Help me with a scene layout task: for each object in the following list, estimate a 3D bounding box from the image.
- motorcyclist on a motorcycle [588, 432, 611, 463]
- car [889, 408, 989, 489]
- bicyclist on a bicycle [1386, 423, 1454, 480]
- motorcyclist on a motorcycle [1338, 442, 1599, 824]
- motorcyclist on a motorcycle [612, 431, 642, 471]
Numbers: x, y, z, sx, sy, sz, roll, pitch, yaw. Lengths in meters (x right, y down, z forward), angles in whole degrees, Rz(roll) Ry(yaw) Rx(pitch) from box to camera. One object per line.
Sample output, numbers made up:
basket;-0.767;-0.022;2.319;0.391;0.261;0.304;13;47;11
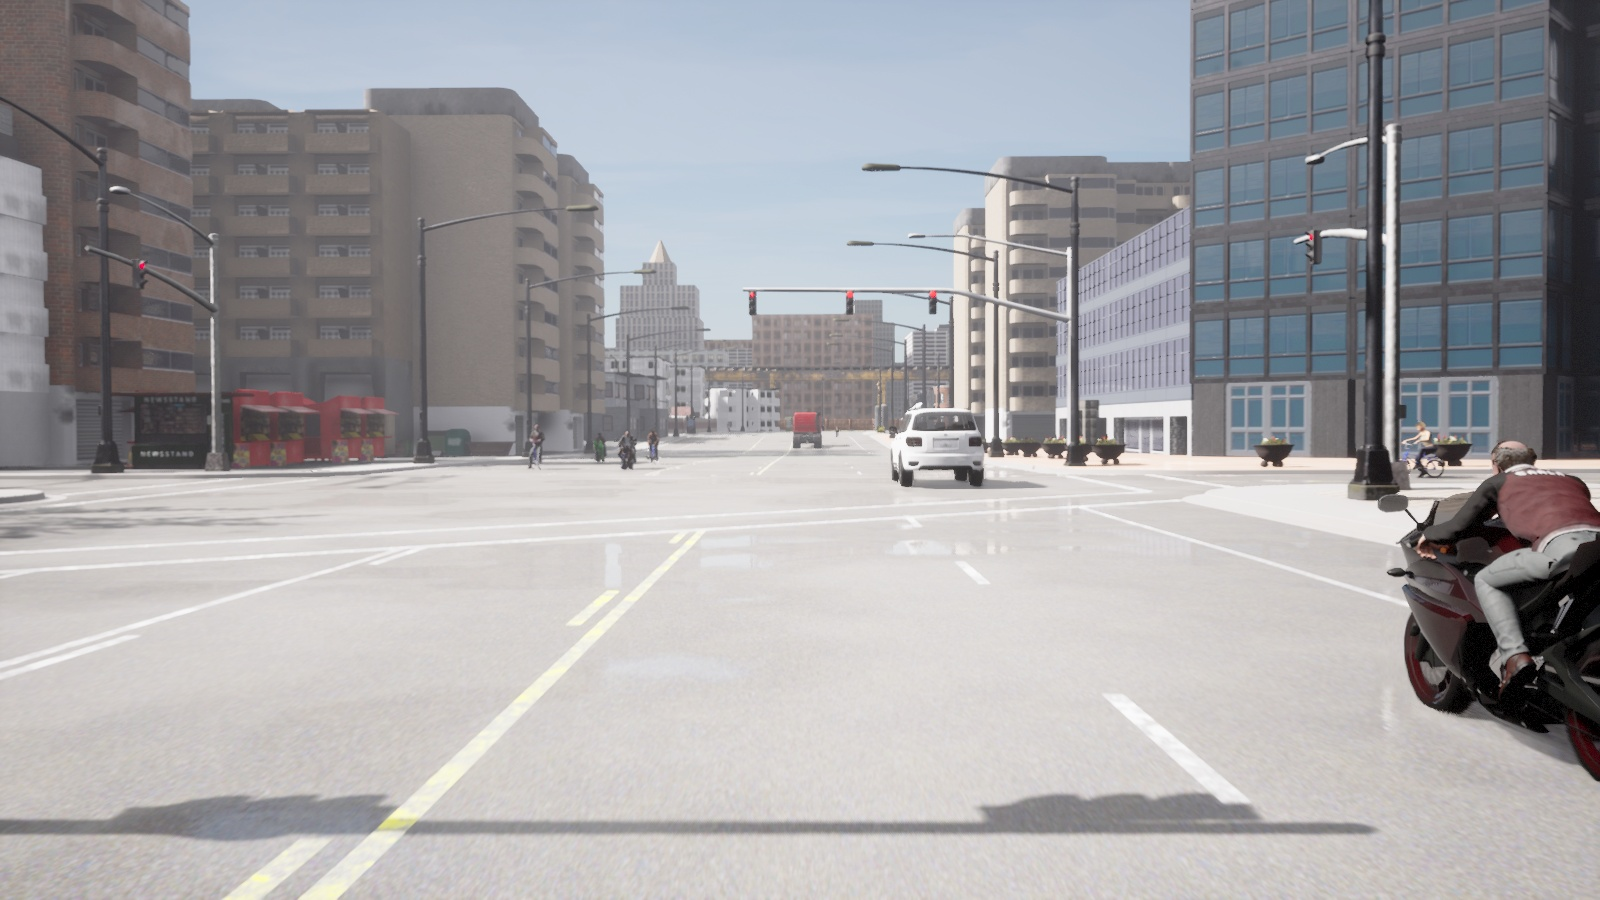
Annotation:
motorcyclist on a motorcycle;-10.125;-0.143;63.529;0.797;1.523;2.044;-1;0;0
car;3.708;-0.092;34.478;2.150;2.045;5.566;0;1;0
bicyclist on a bicycle;17.707;0.029;35.910;1.509;1.612;0.866;0;1;1
motorcyclist on a motorcycle;3.548;0.737;6.176;0.866;1.530;2.191;0;1;0
motorcyclist on a motorcycle;-6.710;0.035;48.831;0.866;1.530;2.191;0;1;0
